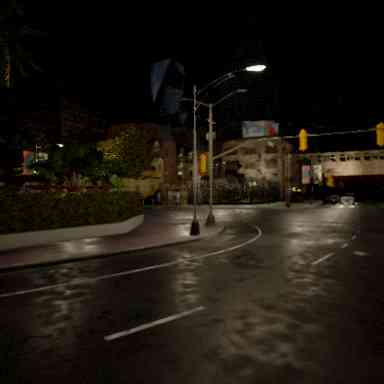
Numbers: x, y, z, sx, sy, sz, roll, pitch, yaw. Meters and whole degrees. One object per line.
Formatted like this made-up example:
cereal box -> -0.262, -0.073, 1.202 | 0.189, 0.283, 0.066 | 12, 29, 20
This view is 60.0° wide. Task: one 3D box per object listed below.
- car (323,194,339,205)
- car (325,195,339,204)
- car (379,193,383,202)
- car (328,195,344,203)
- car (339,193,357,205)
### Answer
car -> 24.210, 1.543, 58.547 | 2.097, 1.535, 5.008 | 0, 0, 27
car -> 27.027, 1.422, 64.323 | 2.185, 1.767, 4.553 | 0, 0, 27
car -> 44.749, 1.255, 76.715 | 2.150, 2.045, 5.566 | 0, 0, 28
car -> 31.992, 1.555, 73.887 | 2.231, 1.521, 4.892 | 0, 0, 37
car -> 27.461, 1.272, 58.573 | 2.150, 2.045, 5.566 | 0, 0, 28
